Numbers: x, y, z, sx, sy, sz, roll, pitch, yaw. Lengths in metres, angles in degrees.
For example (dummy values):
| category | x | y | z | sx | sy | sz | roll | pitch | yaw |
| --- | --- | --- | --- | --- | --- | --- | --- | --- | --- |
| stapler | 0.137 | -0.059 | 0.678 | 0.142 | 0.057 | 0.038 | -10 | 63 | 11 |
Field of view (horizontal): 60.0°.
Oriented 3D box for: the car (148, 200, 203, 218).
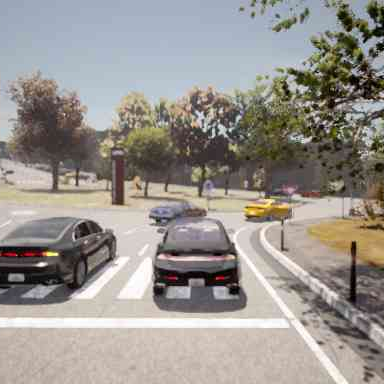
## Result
| category | x | y | z | sx | sy | sz | roll | pitch | yaw |
| --- | --- | --- | --- | --- | --- | --- | --- | --- | --- |
| car | -0.798 | 1.275 | 22.099 | 2.033 | 1.411 | 5.357 | 2 | 1 | 26 |

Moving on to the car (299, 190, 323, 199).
| category | x | y | z | sx | sy | sz | roll | pitch | yaw |
| --- | --- | --- | --- | --- | --- | --- | --- | --- | --- |
| car | 20.548 | 0.300 | 57.567 | 1.882 | 1.535 | 5.008 | 0 | 2 | -15 |

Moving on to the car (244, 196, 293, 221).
| category | x | y | z | sx | sy | sz | roll | pitch | yaw |
| --- | --- | --- | --- | --- | --- | --- | --- | --- | --- |
| car | 6.015 | 1.333 | 25.697 | 1.882 | 1.535 | 5.008 | 2 | 1 | 42 |

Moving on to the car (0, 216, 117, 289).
| category | x | y | z | sx | sy | sz | roll | pitch | yaw |
| --- | --- | --- | --- | --- | --- | --- | --- | --- | --- |
| car | -3.370 | 1.415 | 8.883 | 1.837 | 1.490 | 4.892 | 0 | 0 | 1 |

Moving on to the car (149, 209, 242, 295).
| category | x | y | z | sx | sy | sz | roll | pitch | yaw |
| --- | --- | --- | --- | --- | --- | --- | --- | --- | --- |
| car | 0.097 | 1.409 | 8.477 | 2.128 | 1.511 | 4.902 | 0 | 1 | 0 |

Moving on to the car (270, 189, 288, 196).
| category | x | y | z | sx | sy | sz | roll | pitch | yaw |
| --- | --- | --- | --- | --- | --- | --- | --- | --- | --- |
| car | 15.946 | 0.176 | 61.248 | 2.128 | 1.511 | 4.902 | -1 | 2 | -24 |
